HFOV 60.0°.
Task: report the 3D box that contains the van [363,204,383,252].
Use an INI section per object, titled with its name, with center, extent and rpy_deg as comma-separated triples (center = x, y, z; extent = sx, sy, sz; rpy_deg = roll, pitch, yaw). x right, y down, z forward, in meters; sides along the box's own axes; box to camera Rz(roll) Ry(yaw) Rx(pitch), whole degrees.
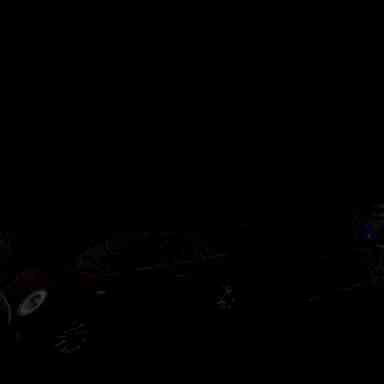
[van]
center = 8.045, 1.297, 12.400
extent = 3.998, 1.788, 1.690
rpy_deg = 0, 0, -36

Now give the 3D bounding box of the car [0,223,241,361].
[car]
center = -1.129, 1.432, 5.849
extent = 4.097, 1.590, 1.967
rpy_deg = 0, 0, -36
